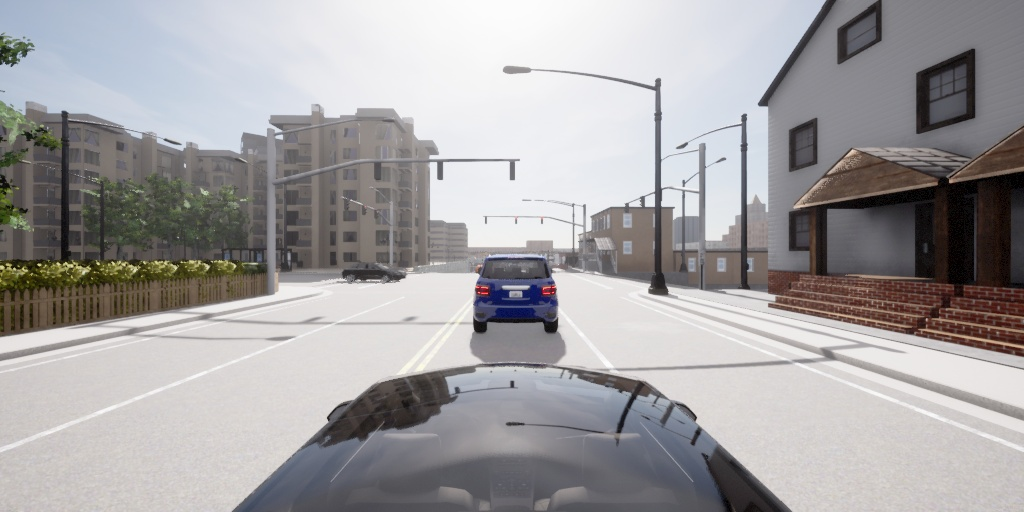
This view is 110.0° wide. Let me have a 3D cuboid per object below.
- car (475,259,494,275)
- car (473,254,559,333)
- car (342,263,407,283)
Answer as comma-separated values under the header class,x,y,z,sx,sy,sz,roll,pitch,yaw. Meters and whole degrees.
class,x,y,z,sx,sy,sz,roll,pitch,yaw
car,-3.549,1.506,46.939,2.097,1.767,4.553,1,-5,0
car,0.103,0.971,10.918,2.150,2.045,5.566,0,0,0
car,-10.535,1.251,27.564,4.892,1.490,1.837,0,-1,9
